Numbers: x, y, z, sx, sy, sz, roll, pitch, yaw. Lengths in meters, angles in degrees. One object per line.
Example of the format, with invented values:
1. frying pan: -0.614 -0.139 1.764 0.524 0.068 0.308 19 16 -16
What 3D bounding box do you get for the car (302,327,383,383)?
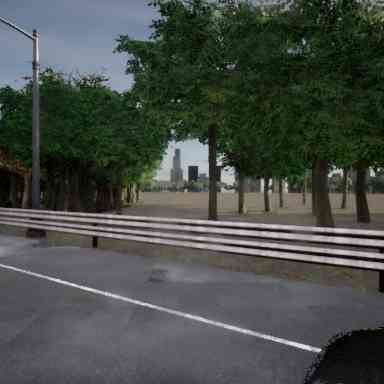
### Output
1. car: 2.758 1.564 1.924 4.181 1.385 1.994 0 0 35
